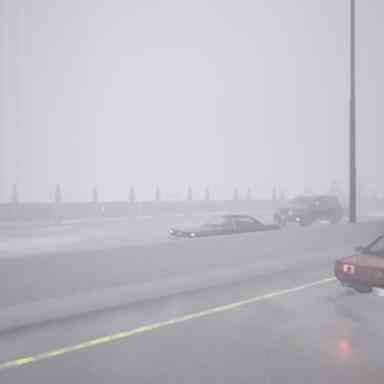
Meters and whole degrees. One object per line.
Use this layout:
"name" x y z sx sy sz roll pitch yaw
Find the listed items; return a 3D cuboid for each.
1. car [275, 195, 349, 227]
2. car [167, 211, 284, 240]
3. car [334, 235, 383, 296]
"car" 8.012 1.236 22.604 5.566 2.045 2.150 0 0 -35
"car" 1.358 1.604 13.560 4.718 1.301 1.895 0 0 -35
"car" 5.385 1.604 7.588 4.718 1.301 1.895 0 0 -36
